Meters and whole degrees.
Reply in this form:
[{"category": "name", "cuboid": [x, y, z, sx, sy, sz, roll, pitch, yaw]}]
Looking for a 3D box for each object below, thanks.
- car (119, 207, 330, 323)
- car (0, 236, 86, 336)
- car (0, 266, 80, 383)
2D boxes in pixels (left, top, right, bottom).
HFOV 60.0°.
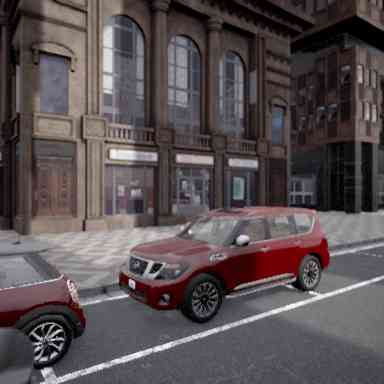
[{"category": "car", "cuboid": [0.984, 1.297, 7.340, 5.009, 1.841, 2.192, 0, 0, -35]}, {"category": "car", "cuboid": [-3.580, 1.442, 4.092, 4.097, 1.590, 1.967, 0, 0, -35]}, {"category": "car", "cuboid": [-3.148, 1.512, 1.135, 4.892, 1.490, 1.837, 0, 0, -35]}]
